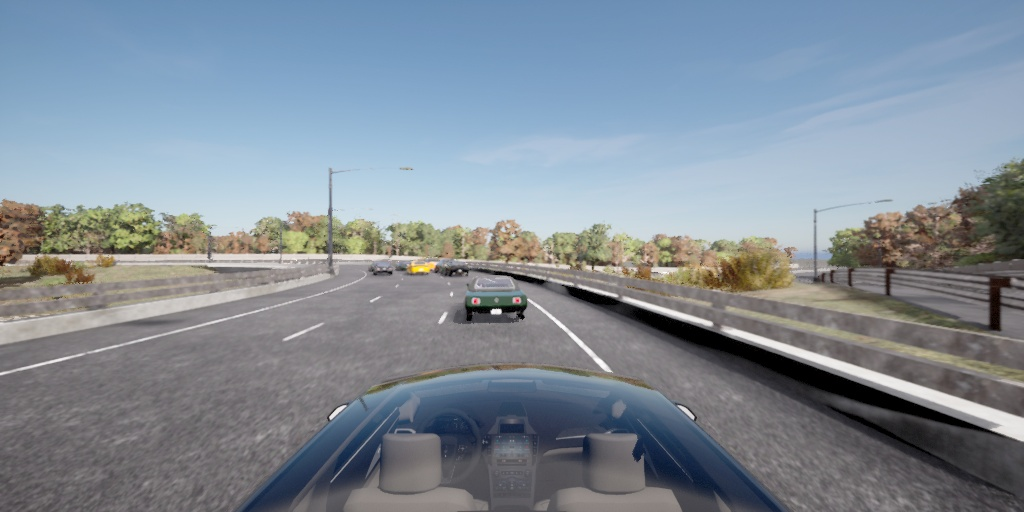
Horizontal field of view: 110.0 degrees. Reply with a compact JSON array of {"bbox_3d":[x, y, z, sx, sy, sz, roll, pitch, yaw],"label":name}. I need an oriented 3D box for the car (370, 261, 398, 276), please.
[{"bbox_3d":[-13.924,1.355,38.784,2.033,1.411,5.357,0,0,-22],"label":"car"}]

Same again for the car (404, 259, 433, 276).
[{"bbox_3d":[-10.236,1.264,38.962,1.882,1.535,5.008,0,0,-22],"label":"car"}]

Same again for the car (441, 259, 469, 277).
[{"bbox_3d":[-5.612,1.240,35.994,1.882,1.535,5.008,0,0,-17],"label":"car"}]

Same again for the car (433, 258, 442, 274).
[{"bbox_3d":[-7.676,1.123,41.953,2.097,1.767,4.553,0,0,-22],"label":"car"}]

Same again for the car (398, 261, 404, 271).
[{"bbox_3d":[-14.710,1.370,49.416,1.994,1.385,4.181,0,0,-28],"label":"car"}]

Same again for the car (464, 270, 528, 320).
[{"bbox_3d":[-0.688,1.349,12.743,1.895,1.301,4.718,0,0,-6],"label":"car"}]
